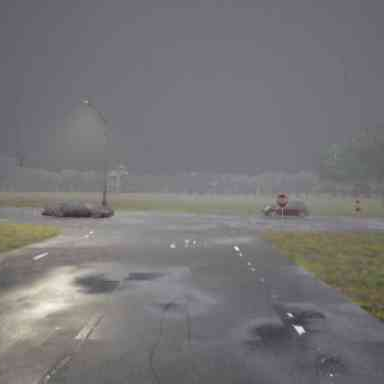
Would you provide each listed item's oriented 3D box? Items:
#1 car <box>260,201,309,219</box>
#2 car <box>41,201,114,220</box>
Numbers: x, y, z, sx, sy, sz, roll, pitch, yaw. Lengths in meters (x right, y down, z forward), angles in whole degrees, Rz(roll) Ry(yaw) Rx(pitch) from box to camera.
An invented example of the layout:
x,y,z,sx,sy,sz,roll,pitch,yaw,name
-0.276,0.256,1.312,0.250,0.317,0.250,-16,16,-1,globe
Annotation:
x,y,z,sx,sy,sz,roll,pitch,yaw,name
9.231,1.623,33.298,4.553,1.767,2.097,2,1,0,car
-8.991,1.452,26.410,5.357,1.411,2.033,1,1,0,car
